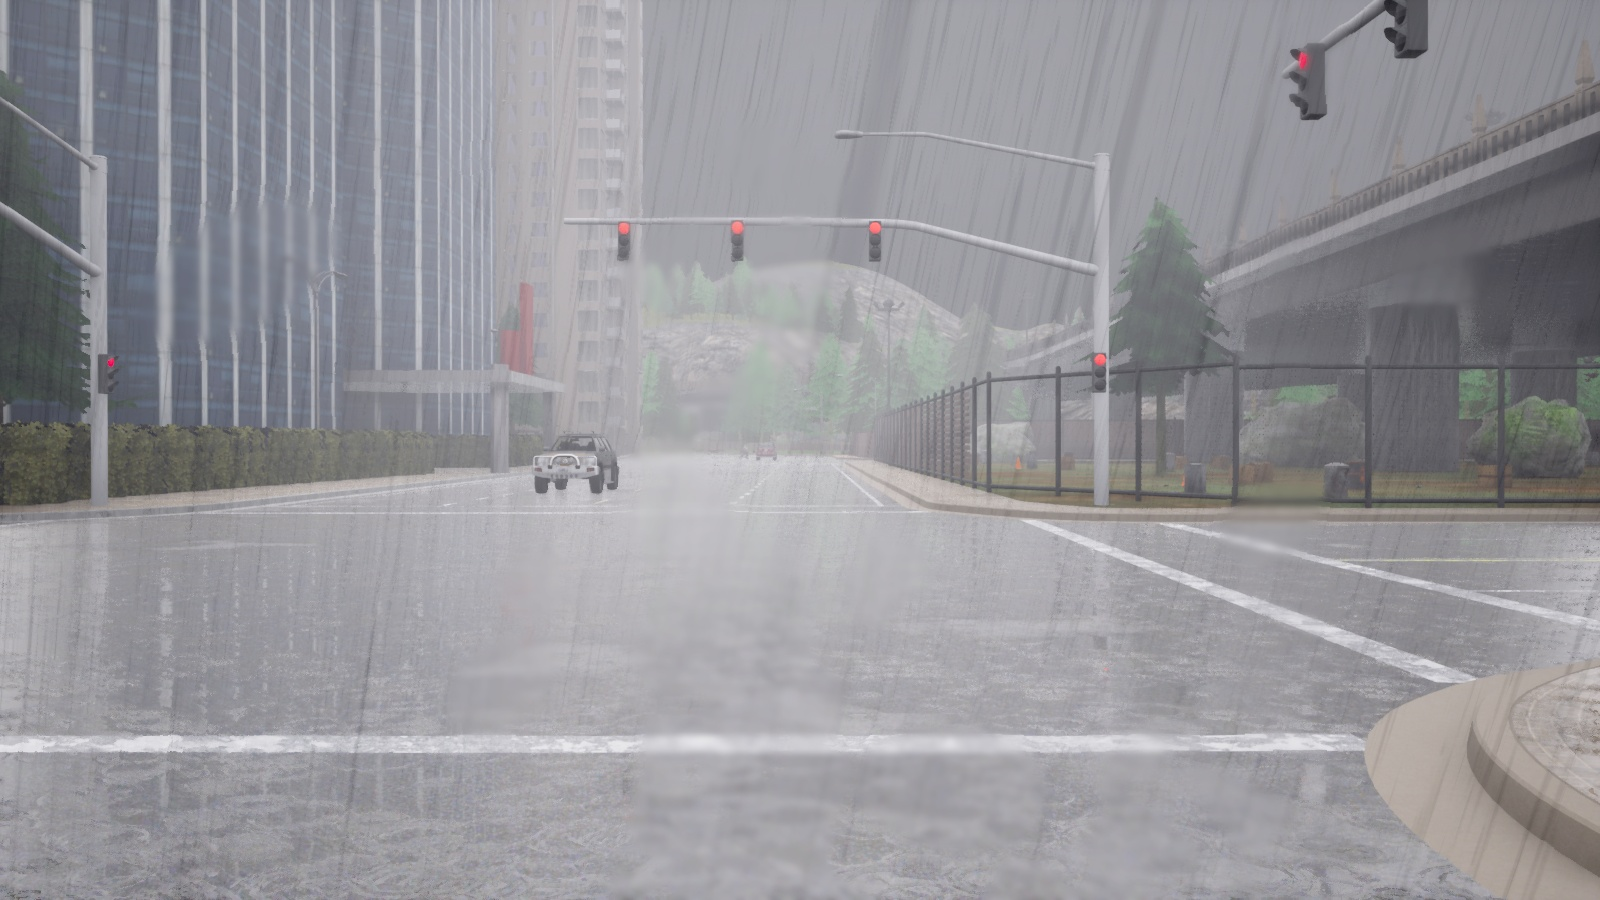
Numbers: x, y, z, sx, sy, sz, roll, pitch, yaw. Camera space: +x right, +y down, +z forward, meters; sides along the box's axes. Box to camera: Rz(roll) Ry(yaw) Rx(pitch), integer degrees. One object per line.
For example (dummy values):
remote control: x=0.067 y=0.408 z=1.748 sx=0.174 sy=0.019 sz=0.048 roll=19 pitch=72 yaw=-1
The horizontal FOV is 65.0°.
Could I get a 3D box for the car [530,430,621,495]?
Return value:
car: x=-6.766 y=0.342 z=38.302 sx=1.932 sy=1.855 sz=4.605 roll=0 pitch=0 yaw=0
